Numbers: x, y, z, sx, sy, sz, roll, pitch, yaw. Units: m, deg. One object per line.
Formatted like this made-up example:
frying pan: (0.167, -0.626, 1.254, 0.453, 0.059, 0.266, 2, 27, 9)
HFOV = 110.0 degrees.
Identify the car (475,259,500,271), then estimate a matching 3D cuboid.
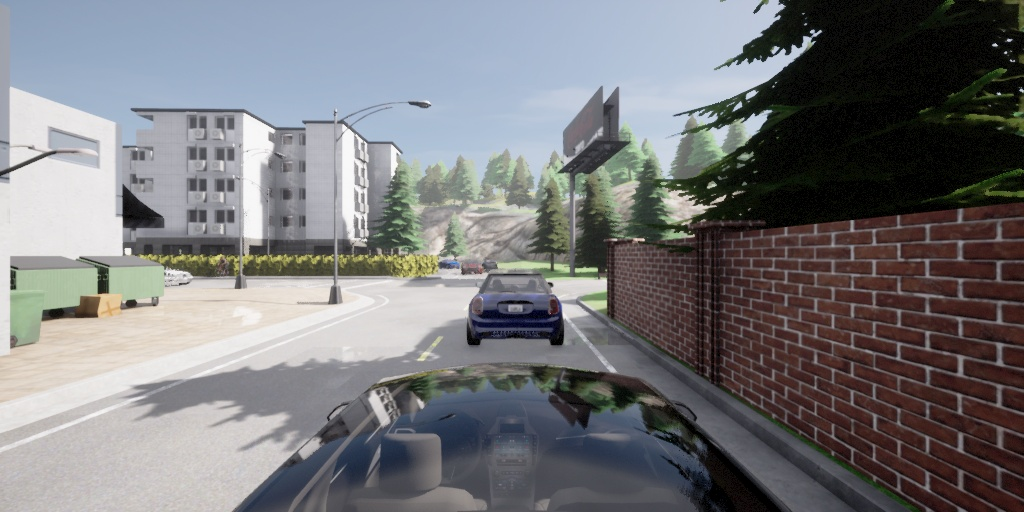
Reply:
car: (-3.500, 1.240, 49.968, 2.128, 1.511, 4.902, 0, 0, -21)

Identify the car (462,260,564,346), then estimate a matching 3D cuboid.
car: (0.078, 1.102, 9.537, 2.097, 1.767, 4.553, 0, 0, 0)

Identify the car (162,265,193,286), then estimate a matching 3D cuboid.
car: (-21.646, 1.099, 21.146, 4.674, 1.442, 1.812, 0, 0, -1)

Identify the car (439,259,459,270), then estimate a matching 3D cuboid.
car: (-9.336, 1.226, 53.767, 1.882, 1.535, 5.008, 0, 0, -30)

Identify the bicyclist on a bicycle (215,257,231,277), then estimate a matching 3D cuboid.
bicyclist on a bicycle: (-23.048, 0.874, 28.593, 0.582, 1.620, 1.656, 0, 0, -1)

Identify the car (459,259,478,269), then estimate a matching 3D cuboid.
car: (-4.257, 1.101, 37.986, 2.097, 1.767, 4.553, 0, 0, -9)
